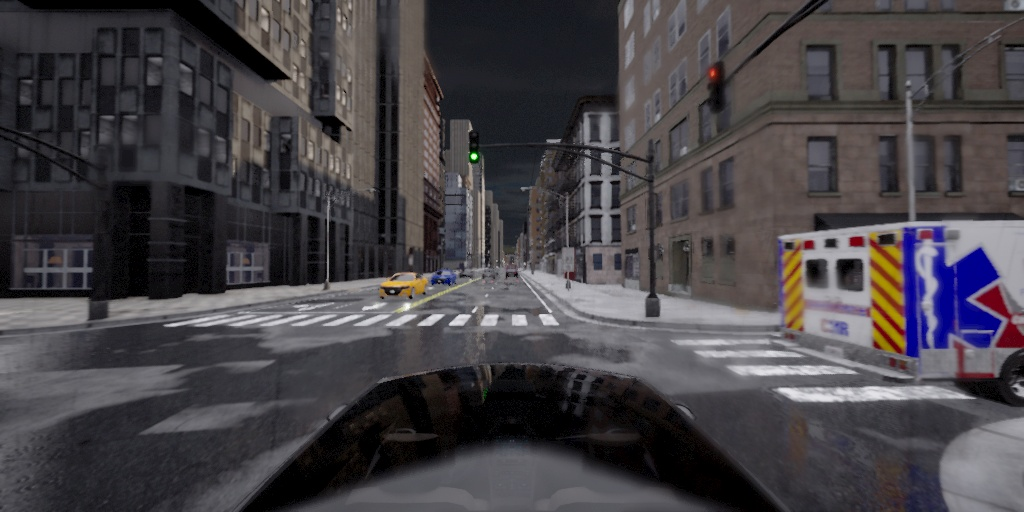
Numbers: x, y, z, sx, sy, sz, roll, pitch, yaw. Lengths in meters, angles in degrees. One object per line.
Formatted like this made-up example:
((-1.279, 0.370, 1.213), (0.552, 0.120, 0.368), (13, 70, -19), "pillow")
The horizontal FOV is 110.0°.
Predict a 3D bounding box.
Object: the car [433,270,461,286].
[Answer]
((-6.615, 2.104, 35.206), (1.882, 1.535, 5.008), (0, -1, 0), "car")

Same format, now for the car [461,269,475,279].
((-6.567, 2.578, 52.364), (1.837, 1.490, 4.892), (0, -2, 0), "car")

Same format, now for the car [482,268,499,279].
((-3.279, 2.530, 51.387), (2.128, 1.511, 4.902), (0, -1, 0), "car")

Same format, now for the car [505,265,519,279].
((-0.029, 2.508, 51.389), (1.882, 1.535, 5.008), (0, -1, 0), "car")

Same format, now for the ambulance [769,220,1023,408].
((7.973, 0.761, 5.699), (6.366, 2.431, 2.351), (-1, -1, 0), "ambulance")

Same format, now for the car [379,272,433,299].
((-6.607, 1.771, 22.337), (1.882, 1.535, 5.008), (0, -1, 0), "car")
